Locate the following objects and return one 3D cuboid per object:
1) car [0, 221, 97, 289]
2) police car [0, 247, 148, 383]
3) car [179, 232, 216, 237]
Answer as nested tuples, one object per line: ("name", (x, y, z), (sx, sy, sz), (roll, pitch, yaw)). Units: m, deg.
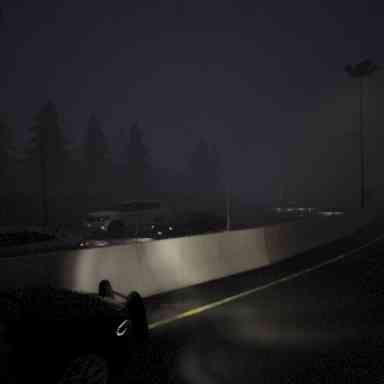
("car", (-5.209, 1.692, 9.088), (4.674, 1.442, 1.812), (0, -1, -43))
("police car", (-2.843, 1.498, 3.124), (5.238, 1.638, 1.930), (0, -1, -41))
("car", (0.040, 1.777, 19.450), (2.033, 1.411, 5.357), (-1, -1, 40))
